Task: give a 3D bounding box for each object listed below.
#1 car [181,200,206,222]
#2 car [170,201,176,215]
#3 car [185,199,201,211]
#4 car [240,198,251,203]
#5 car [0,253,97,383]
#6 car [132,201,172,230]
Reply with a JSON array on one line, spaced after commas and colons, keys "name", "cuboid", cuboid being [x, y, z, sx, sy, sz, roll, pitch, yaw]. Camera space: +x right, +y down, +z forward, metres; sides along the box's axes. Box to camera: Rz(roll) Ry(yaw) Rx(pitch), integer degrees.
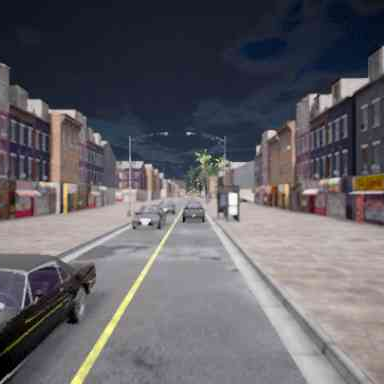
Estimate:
[{"name": "car", "cuboid": [0.133, 1.655, 28.299, 2.128, 1.511, 4.902, 0, 0, 0]}, {"name": "car", "cuboid": [-2.736, 1.706, 36.477, 2.128, 1.511, 4.902, 0, -1, 1]}, {"name": "car", "cuboid": [0.151, 1.766, 45.316, 2.128, 1.511, 4.902, 0, 0, 0]}, {"name": "car", "cuboid": [12.451, 2.066, 82.904, 4.313, 1.339, 1.947, 0, 0, 0]}, {"name": "car", "cuboid": [-2.848, 1.624, 4.478, 1.895, 1.301, 4.718, 0, 0, 0]}, {"name": "car", "cuboid": [-2.771, 1.616, 22.247, 2.128, 1.511, 4.902, 0, 0, 0]}]
